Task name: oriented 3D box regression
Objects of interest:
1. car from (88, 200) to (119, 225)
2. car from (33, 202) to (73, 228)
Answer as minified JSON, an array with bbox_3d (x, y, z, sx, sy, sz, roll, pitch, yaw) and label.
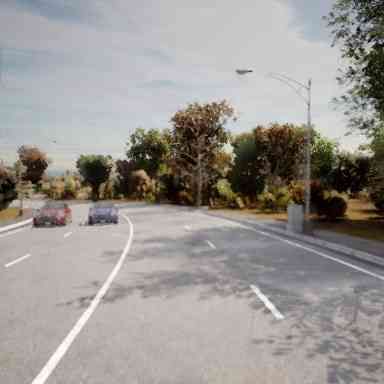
[{"bbox_3d":[-6.631,1.465,25.131,2.097,1.767,4.553,-1,0,-13],"label":"car"},{"bbox_3d":[-9.992,1.522,24.150,2.097,1.767,4.553,-1,0,-13],"label":"car"}]
